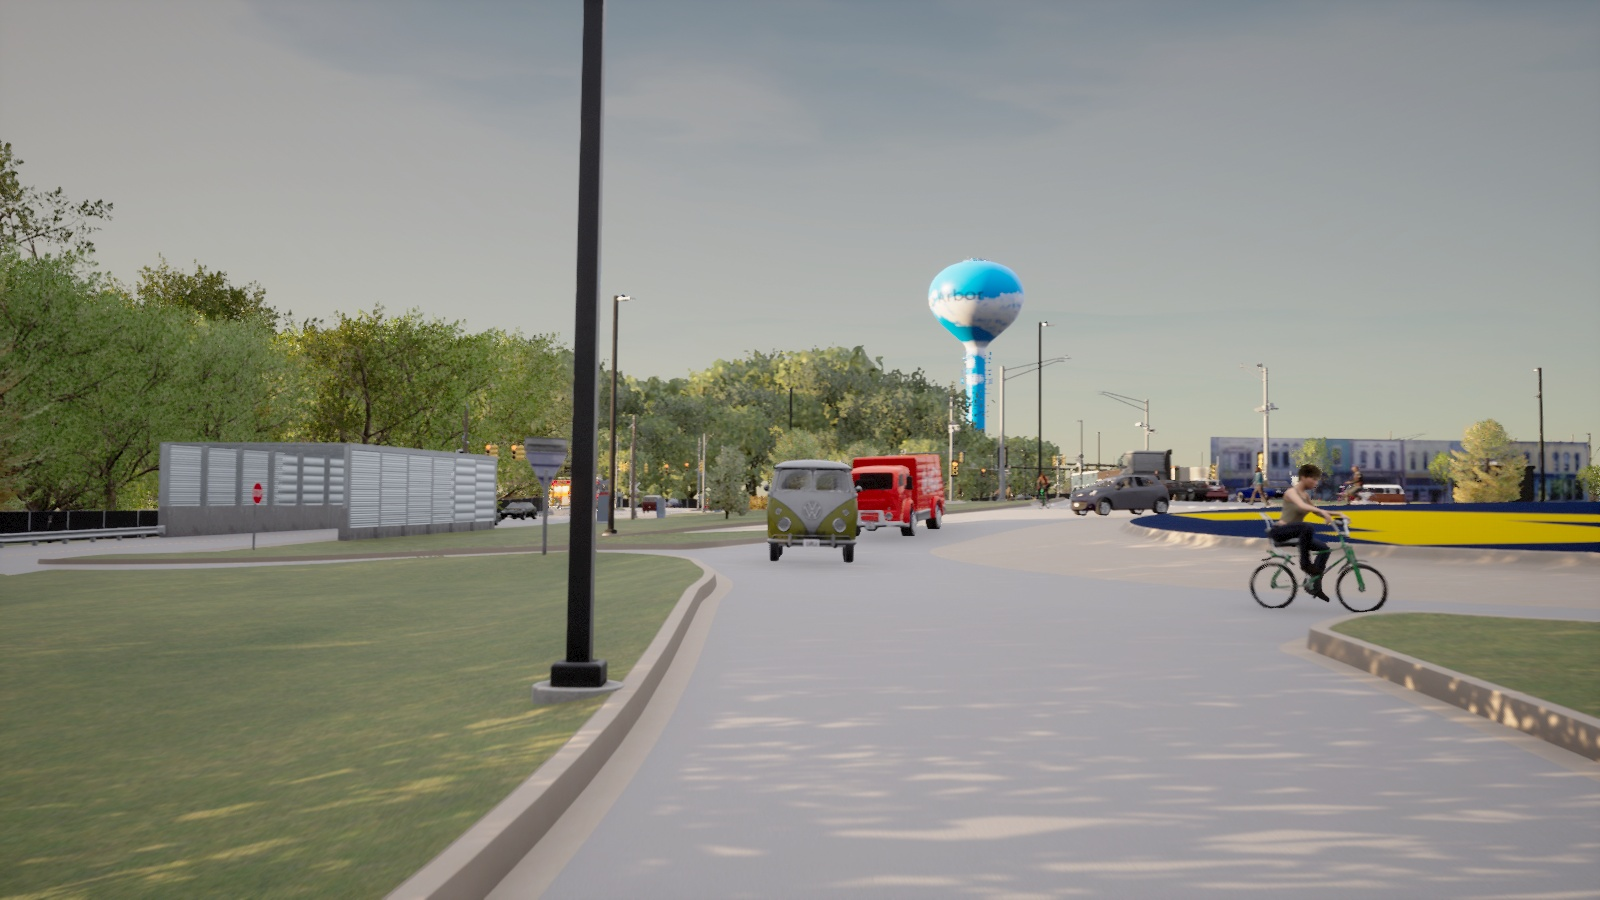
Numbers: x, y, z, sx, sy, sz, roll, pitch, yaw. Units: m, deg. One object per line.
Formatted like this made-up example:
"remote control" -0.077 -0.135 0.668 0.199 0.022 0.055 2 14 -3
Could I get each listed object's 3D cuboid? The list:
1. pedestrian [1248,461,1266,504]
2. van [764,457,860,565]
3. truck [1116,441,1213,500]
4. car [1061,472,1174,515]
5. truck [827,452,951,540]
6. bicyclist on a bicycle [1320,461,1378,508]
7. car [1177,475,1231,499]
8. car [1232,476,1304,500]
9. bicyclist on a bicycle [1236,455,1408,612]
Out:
"pedestrian" 20.637 1.474 56.676 0.692 1.930 0.396 -1 -4 26
"van" 0.252 1.225 25.627 1.775 1.987 4.442 1 -2 1
"truck" 22.915 1.370 79.467 2.891 3.462 7.936 1 -3 -7
"car" 11.812 1.618 46.787 3.633 1.501 1.845 0 -3 -21
"truck" 2.951 1.392 40.204 2.627 2.467 5.204 -2 1 19
"bicyclist on a bicycle" 21.120 1.335 48.337 1.843 1.776 0.659 -2 -3 6
"car" 25.929 2.404 80.808 1.970 1.475 3.806 1 -3 -5
"car" 26.912 2.195 72.340 1.895 1.301 4.718 1 -2 -8
"bicyclist on a bicycle" 5.689 0.908 13.735 1.509 1.612 0.866 -3 -6 43
